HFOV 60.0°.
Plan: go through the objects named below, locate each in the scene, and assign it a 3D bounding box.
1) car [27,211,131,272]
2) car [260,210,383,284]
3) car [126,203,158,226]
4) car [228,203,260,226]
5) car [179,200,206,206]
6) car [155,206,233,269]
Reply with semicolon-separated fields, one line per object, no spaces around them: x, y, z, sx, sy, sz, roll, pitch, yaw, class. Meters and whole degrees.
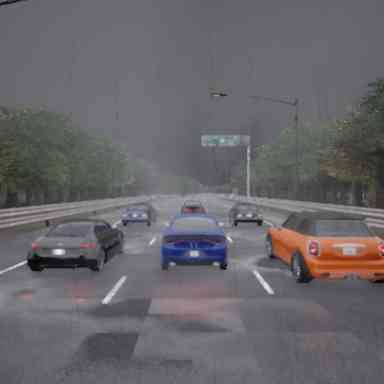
-3.435;1.525;10.624;1.994;1.385;4.181;0;0;0;car
3.559;1.322;9.606;2.097;1.767;4.553;0;1;0;car
-3.455;1.475;22.767;2.033;1.411;5.357;0;0;1;car
3.545;1.475;22.767;2.033;1.411;5.357;0;0;1;car
0.071;1.424;26.539;1.837;1.490;4.892;0;1;0;car
0.067;1.440;11.063;1.882;1.535;5.008;0;0;0;car
